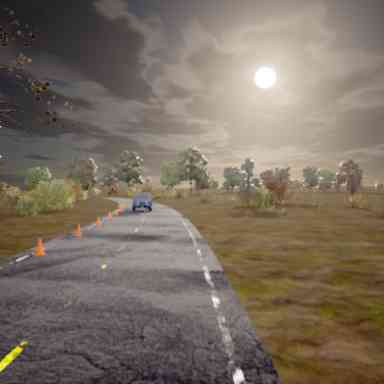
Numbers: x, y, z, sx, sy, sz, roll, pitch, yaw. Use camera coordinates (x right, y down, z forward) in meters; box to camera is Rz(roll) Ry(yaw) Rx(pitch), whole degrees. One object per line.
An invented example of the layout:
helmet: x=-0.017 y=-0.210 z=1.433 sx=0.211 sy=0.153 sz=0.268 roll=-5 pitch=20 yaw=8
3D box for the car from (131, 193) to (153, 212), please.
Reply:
car: x=-5.637 y=1.119 z=37.773 sx=2.150 sy=2.045 sz=5.566 roll=0 pitch=0 yaw=-9

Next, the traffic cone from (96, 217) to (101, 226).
traffic cone: x=-6.111 y=1.900 z=21.743 sx=0.340 sy=0.580 sz=0.340 roll=0 pitch=0 yaw=-5

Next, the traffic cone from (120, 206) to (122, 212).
traffic cone: x=-7.840 y=1.859 z=36.487 sx=0.340 sy=0.580 sz=0.340 roll=0 pitch=0 yaw=-8

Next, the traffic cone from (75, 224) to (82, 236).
traffic cone: x=-5.720 y=1.914 z=16.809 sx=0.340 sy=0.580 sz=0.340 roll=0 pitch=0 yaw=-4

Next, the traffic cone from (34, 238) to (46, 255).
traffic cone: x=-5.422 y=1.928 z=11.869 sx=0.340 sy=0.580 sz=0.340 roll=0 pitch=0 yaw=-3

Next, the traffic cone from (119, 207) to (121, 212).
traffic cone: x=-7.171 y=1.873 z=31.583 sx=0.340 sy=0.580 sz=0.340 roll=0 pitch=0 yaw=-7
